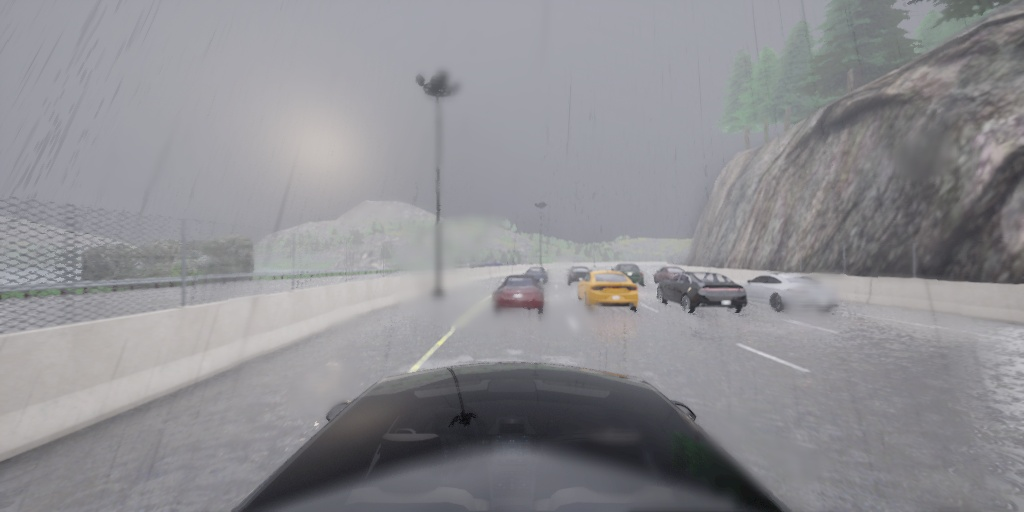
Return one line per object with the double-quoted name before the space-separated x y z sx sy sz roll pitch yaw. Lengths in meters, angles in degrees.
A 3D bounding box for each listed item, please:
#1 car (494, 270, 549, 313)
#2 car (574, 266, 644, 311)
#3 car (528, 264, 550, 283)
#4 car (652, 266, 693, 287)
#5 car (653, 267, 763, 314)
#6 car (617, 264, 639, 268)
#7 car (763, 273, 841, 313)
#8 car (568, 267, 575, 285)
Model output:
"car" 0.418 1.452 14.877 1.994 1.385 4.181 0 0 5
"car" 3.982 1.371 15.439 1.882 1.535 5.008 0 0 5
"car" 2.042 1.602 29.344 1.994 1.385 4.181 0 -1 10
"car" 12.508 1.552 28.249 1.812 1.442 4.674 0 0 10
"car" 7.406 1.376 14.480 2.128 1.511 4.902 0 0 5
"car" 8.965 1.378 28.287 2.097 1.767 4.553 0 -1 10
"car" 10.937 1.411 14.670 1.812 1.442 4.674 0 0 5
"car" 5.578 1.562 29.247 1.812 1.442 4.674 0 0 10
